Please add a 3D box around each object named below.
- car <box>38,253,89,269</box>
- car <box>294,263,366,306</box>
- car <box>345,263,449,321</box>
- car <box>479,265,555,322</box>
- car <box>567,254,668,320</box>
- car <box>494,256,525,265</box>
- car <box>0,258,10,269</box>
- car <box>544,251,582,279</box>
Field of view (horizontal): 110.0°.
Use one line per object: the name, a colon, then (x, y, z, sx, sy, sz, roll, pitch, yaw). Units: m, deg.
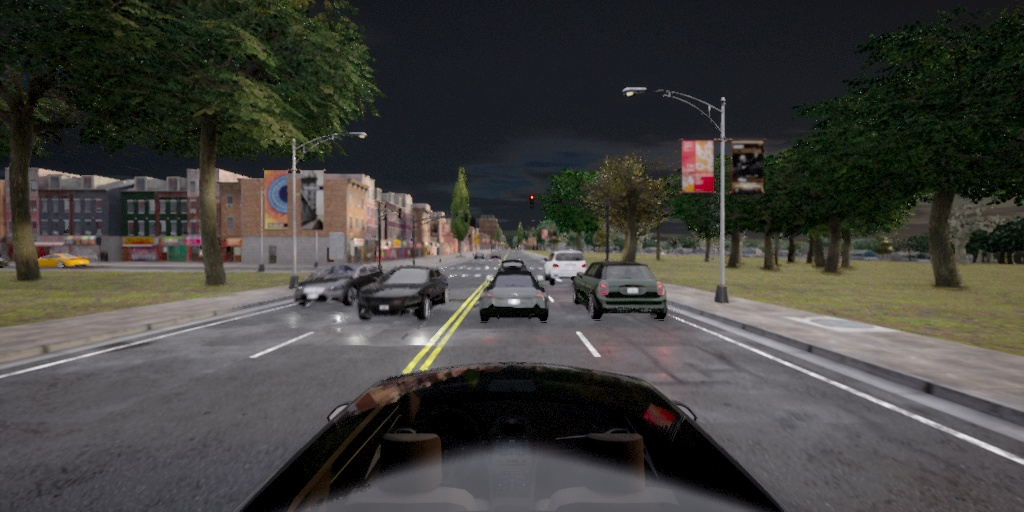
car: (-47.023, 0.495, 37.133, 5.008, 1.535, 1.882, 0, 1, 0)
car: (-6.594, 1.039, 14.335, 2.128, 1.511, 4.902, 0, 1, 0)
car: (-3.347, 1.055, 11.886, 1.882, 1.535, 5.008, 0, 1, 0)
car: (0.068, 1.147, 11.496, 1.994, 1.385, 4.181, 0, 1, 0)
car: (3.321, 0.930, 11.945, 2.097, 1.767, 4.553, 0, 1, 0)
car: (0.037, 0.971, 21.699, 1.837, 1.490, 4.892, 0, 1, 0)
car: (-51.469, 0.378, 34.333, 4.553, 1.767, 2.097, 0, 1, 0)
car: (3.288, 0.677, 22.686, 2.150, 2.045, 5.566, 0, 1, 1)
